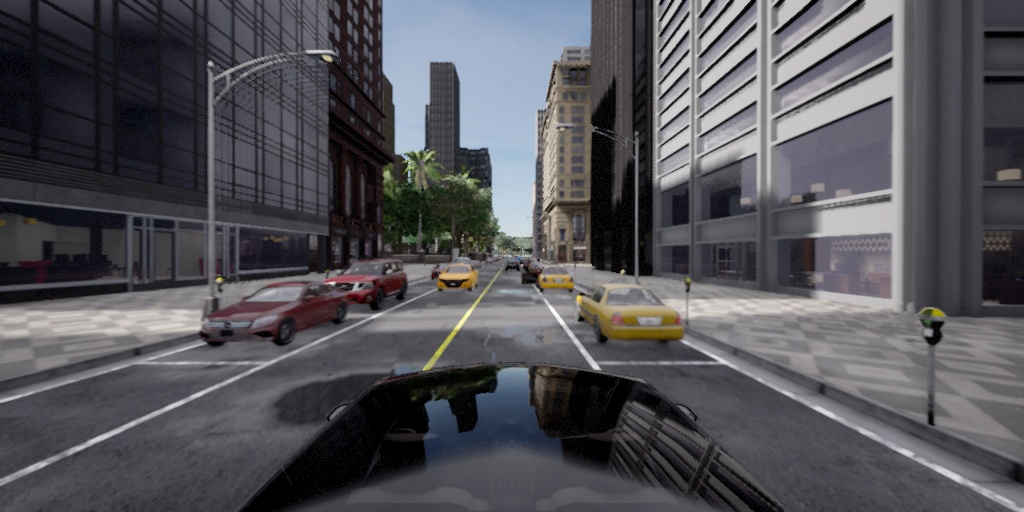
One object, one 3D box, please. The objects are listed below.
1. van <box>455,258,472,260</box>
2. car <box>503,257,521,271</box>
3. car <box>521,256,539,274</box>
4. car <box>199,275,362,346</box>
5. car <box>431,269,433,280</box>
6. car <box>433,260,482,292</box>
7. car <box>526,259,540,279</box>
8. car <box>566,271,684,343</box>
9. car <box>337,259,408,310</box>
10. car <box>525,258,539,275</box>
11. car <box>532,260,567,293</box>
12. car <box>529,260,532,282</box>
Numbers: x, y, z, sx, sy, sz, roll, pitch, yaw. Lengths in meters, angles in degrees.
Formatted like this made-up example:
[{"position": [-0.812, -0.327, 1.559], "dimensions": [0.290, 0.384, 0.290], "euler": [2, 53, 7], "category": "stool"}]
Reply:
[{"position": [-5.782, 1.065, 41.894], "dimensions": [1.690, 1.789, 3.998], "euler": [0, 0, 0], "category": "van"}, {"position": [0.051, 1.222, 47.649], "dimensions": [1.837, 1.490, 4.892], "euler": [0, -1, -1], "category": "car"}, {"position": [2.741, 1.036, 47.308], "dimensions": [2.192, 1.841, 5.009], "euler": [0, 0, 0], "category": "car"}, {"position": [-5.767, 1.325, 9.338], "dimensions": [1.802, 1.307, 4.207], "euler": [0, 0, 0], "category": "car"}, {"position": [-5.777, 1.274, 31.041], "dimensions": [1.888, 1.381, 4.507], "euler": [0, 0, 0], "category": "car"}, {"position": [-3.107, 1.211, 21.361], "dimensions": [1.882, 1.535, 5.008], "euler": [0, 0, 0], "category": "car"}, {"position": [2.746, 1.277, 36.457], "dimensions": [2.007, 1.370, 4.403], "euler": [0, 0, 0], "category": "car"}, {"position": [2.758, 1.268, 9.503], "dimensions": [1.751, 1.417, 4.829], "euler": [0, 0, 0], "category": "car"}, {"position": [-5.769, 1.053, 14.764], "dimensions": [2.192, 1.841, 5.009], "euler": [0, 0, 0], "category": "car"}, {"position": [2.744, 1.250, 42.053], "dimensions": [1.751, 1.417, 4.829], "euler": [0, 0, 0], "category": "car"}, {"position": [2.342, 1.191, 20.647], "dimensions": [1.801, 1.575, 5.366], "euler": [0, 0, 0], "category": "car"}, {"position": [2.747, 1.274, 31.033], "dimensions": [1.888, 1.381, 4.507], "euler": [0, 0, 0], "category": "car"}]
